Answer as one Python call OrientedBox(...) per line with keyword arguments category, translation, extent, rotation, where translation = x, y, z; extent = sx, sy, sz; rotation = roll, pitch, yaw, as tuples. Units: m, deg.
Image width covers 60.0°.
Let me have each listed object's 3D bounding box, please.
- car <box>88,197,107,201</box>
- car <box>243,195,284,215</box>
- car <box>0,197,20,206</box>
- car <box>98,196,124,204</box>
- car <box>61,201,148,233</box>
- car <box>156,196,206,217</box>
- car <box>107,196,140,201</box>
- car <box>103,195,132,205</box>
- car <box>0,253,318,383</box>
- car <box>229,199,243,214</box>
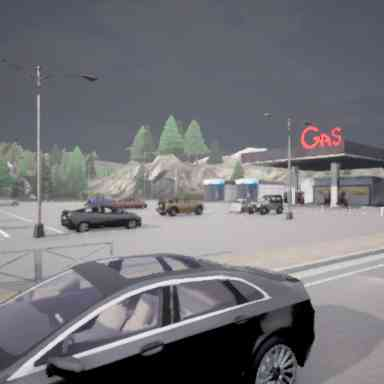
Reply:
OrientedBox(category="car", translation=(-13.510, 1.486, 49.322), extent=(3.633, 1.501, 1.845), rotation=(0, 0, -36))
OrientedBox(category="car", translation=(7.278, 1.232, 32.564), extent=(3.866, 1.878, 1.905), rotation=(0, 0, -36))
OrientedBox(category="car", translation=(-29.433, 1.567, 52.654), extent=(3.806, 1.475, 1.970), rotation=(0, 0, -36))
OrientedBox(category="car", translation=(-16.056, 1.495, 65.938), extent=(4.514, 1.523, 2.007), rotation=(0, 0, -36))
OrientedBox(category="car", translation=(-5.115, 1.480, 19.169), extent=(4.514, 1.523, 2.007), rotation=(0, 0, -36))
OrientedBox(category="car", translation=(-1.031, 1.265, 30.645), extent=(4.605, 1.855, 1.932), rotation=(0, 0, -36))
OrientedBox(category="car", translation=(-7.717, 1.464, 41.179), extent=(4.514, 1.523, 2.007), rotation=(0, 0, -36))
OrientedBox(category="car", translation=(-14.184, 1.486, 63.420), extent=(5.027, 1.636, 2.152), rotation=(0, 0, -36))
OrientedBox(category="car", translation=(-0.774, 1.491, 3.409), extent=(4.902, 1.511, 2.128), rotation=(0, 0, -34))
OrientedBox(category="car", translation=(5.836, 1.516, 35.621), extent=(3.806, 1.475, 1.970), rotation=(0, 0, -36))
